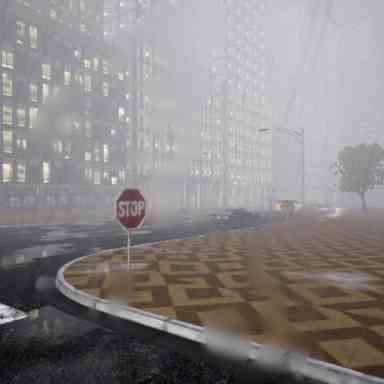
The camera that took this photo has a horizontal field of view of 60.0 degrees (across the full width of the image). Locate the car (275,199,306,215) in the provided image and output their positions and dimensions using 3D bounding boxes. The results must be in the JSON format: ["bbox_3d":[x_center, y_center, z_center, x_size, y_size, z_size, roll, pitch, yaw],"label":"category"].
[{"bbox_3d":[12.838,1.939,44.037,2.150,2.045,5.566,-1,-1,36],"label":"car"}]

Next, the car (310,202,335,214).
[{"bbox_3d":[18.245,2.361,45.869,1.895,1.301,4.718,-1,-1,37],"label":"car"}]

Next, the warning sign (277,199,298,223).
[{"bbox_3d":[7.702,1.495,26.744,1.300,1.860,1.060,0,0,36],"label":"warning sign"}]

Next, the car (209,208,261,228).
[{"bbox_3d":[3.375,1.898,25.541,2.033,1.411,5.357,-1,-1,36],"label":"car"}]

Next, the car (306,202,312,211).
[{"bbox_3d":[19.111,2.383,52.676,2.128,1.511,4.902,-1,-1,36],"label":"car"}]
